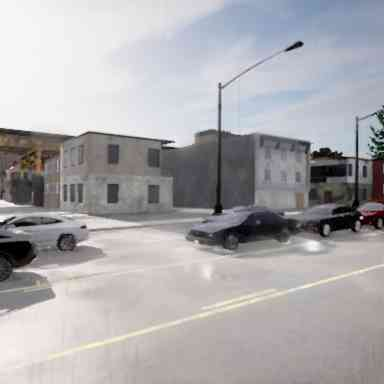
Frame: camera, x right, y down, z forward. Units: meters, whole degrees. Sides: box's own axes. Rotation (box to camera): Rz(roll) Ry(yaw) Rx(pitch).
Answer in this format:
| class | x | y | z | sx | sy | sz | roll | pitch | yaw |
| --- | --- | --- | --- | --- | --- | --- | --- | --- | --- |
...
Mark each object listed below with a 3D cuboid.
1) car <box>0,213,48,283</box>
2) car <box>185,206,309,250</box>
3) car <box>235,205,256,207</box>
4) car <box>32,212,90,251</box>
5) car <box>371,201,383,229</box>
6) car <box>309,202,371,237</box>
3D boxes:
| class | x | y | z | sx | sy | sz | roll | pitch | yaw |
| --- | --- | --- | --- | --- | --- | --- | --- | --- | --- |
| car | -6.397 | 1.491 | 8.015 | 4.902 | 1.511 | 2.128 | 0 | 0 | -36 |
| car | 2.350 | 1.491 | 14.192 | 5.357 | 1.411 | 2.033 | 0 | 0 | -35 |
| car | 3.146 | 1.470 | 19.013 | 5.357 | 1.411 | 2.033 | 0 | 0 | -36 |
| car | -6.233 | 1.511 | 12.428 | 4.674 | 1.442 | 1.812 | 0 | 0 | -35 |
| car | 11.541 | 1.359 | 20.703 | 5.008 | 1.535 | 1.882 | 0 | 0 | -36 |
| car | 7.157 | 1.416 | 17.574 | 4.892 | 1.490 | 1.837 | 0 | 0 | -36 |
